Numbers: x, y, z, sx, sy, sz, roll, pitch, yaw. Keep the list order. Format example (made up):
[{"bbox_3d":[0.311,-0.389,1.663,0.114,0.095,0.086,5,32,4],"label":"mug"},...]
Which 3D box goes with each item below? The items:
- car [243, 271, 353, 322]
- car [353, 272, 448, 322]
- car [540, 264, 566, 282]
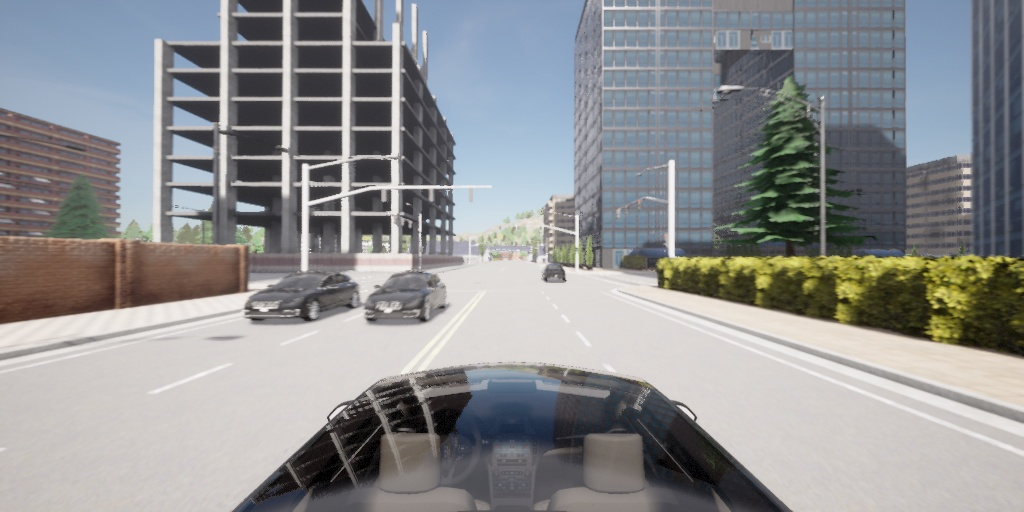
[{"bbox_3d":[-6.980,1.305,12.538,1.837,1.490,4.892,0,-1,0],"label":"car"},{"bbox_3d":[-3.480,1.319,12.528,1.837,1.490,4.892,0,-1,0],"label":"car"},{"bbox_3d":[3.655,1.450,32.077,1.837,1.490,4.892,0,0,0],"label":"car"}]
